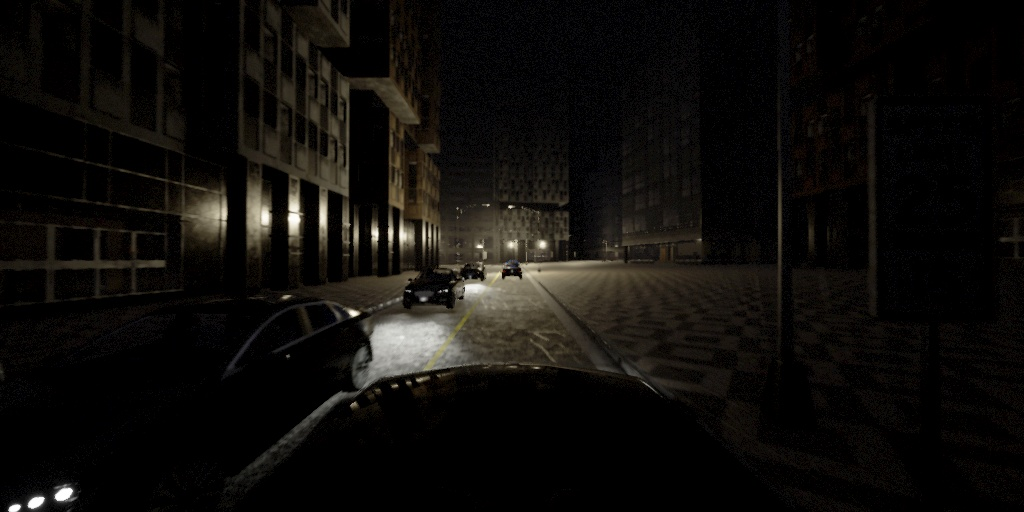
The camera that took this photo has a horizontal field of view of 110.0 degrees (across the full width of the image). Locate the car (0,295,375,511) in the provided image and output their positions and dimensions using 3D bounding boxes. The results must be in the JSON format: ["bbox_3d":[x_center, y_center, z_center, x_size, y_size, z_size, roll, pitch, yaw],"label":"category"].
[{"bbox_3d":[-3.104,1.242,3.894,2.128,1.511,4.902,0,0,-1],"label":"car"}]

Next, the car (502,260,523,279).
[{"bbox_3d":[0.012,1.330,32.342,2.033,1.411,5.357,0,0,0],"label":"car"}]

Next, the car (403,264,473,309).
[{"bbox_3d":[-3.091,1.248,14.987,2.128,1.511,4.902,0,0,0],"label":"car"}]

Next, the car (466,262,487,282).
[{"bbox_3d":[-3.066,1.267,28.912,2.128,1.511,4.902,0,0,0],"label":"car"}]
